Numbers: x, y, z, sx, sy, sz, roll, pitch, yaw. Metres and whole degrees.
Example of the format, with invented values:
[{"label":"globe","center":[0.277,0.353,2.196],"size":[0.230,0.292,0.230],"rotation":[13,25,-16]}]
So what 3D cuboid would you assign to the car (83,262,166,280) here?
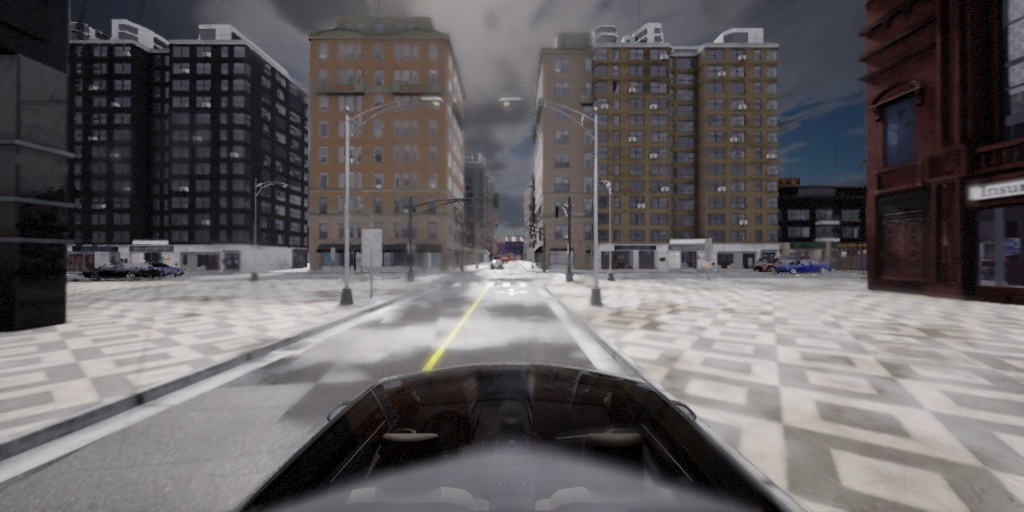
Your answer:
[{"label":"car","center":[-32.206,1.349,29.721],"size":[4.718,1.301,1.895],"rotation":[0,0,0]}]

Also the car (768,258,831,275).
[{"label":"car","center":[29.717,1.161,36.742],"size":[5.008,1.535,1.882],"rotation":[0,0,0]}]

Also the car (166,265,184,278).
[{"label":"car","center":[-32.988,1.303,32.973],"size":[4.674,1.442,1.812],"rotation":[0,0,0]}]

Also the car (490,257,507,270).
[{"label":"car","center":[-2.291,1.294,54.223],"size":[2.128,1.511,4.902],"rotation":[0,1,0]}]

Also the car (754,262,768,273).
[{"label":"car","center":[29.617,1.061,39.986],"size":[4.553,1.767,2.097],"rotation":[0,0,0]}]

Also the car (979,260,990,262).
[{"label":"car","center":[47.935,1.187,36.752],"size":[4.902,1.511,2.128],"rotation":[0,0,0]}]
